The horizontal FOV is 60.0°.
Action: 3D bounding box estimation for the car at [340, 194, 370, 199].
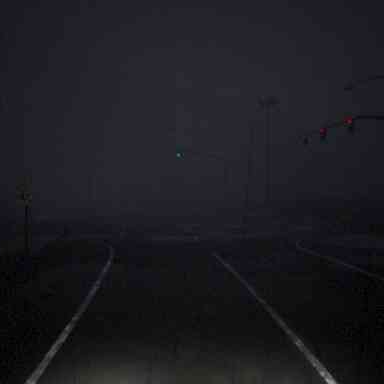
[{"bbox_3d":[26.898,1.007,54.943,4.902,1.511,2.128,0,0,-9],"label":"car"}]
